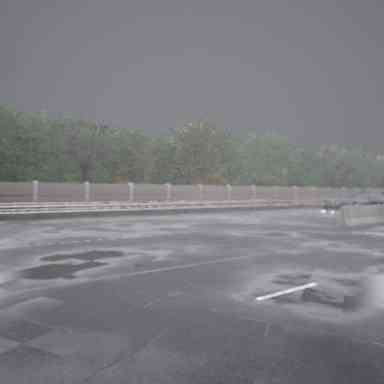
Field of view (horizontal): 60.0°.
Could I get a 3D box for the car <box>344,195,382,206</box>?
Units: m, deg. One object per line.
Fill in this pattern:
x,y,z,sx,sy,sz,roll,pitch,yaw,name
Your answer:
21.653,1.353,41.207,5.566,2.045,2.150,0,0,-36,car

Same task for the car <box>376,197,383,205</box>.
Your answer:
23.778,1.647,38.425,4.902,1.511,2.128,0,0,-36,car

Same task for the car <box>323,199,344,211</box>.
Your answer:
19.570,1.689,44.022,5.357,1.411,2.033,0,0,-36,car
